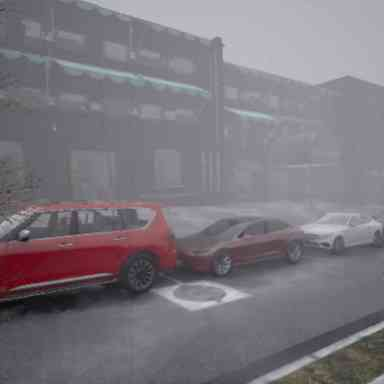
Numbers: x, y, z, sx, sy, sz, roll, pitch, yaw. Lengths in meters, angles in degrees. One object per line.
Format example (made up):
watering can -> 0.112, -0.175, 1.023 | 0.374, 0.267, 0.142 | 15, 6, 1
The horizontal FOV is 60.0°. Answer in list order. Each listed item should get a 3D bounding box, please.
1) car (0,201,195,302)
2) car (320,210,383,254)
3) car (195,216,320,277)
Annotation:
car -> -2.964, 1.239, 7.318 | 5.566, 2.045, 2.435 | 0, 0, -35
car -> 6.119, 1.563, 13.738 | 4.674, 1.452, 2.002 | 0, 0, -35
car -> 1.563, 1.538, 10.517 | 4.792, 1.488, 2.163 | 0, 0, -35
